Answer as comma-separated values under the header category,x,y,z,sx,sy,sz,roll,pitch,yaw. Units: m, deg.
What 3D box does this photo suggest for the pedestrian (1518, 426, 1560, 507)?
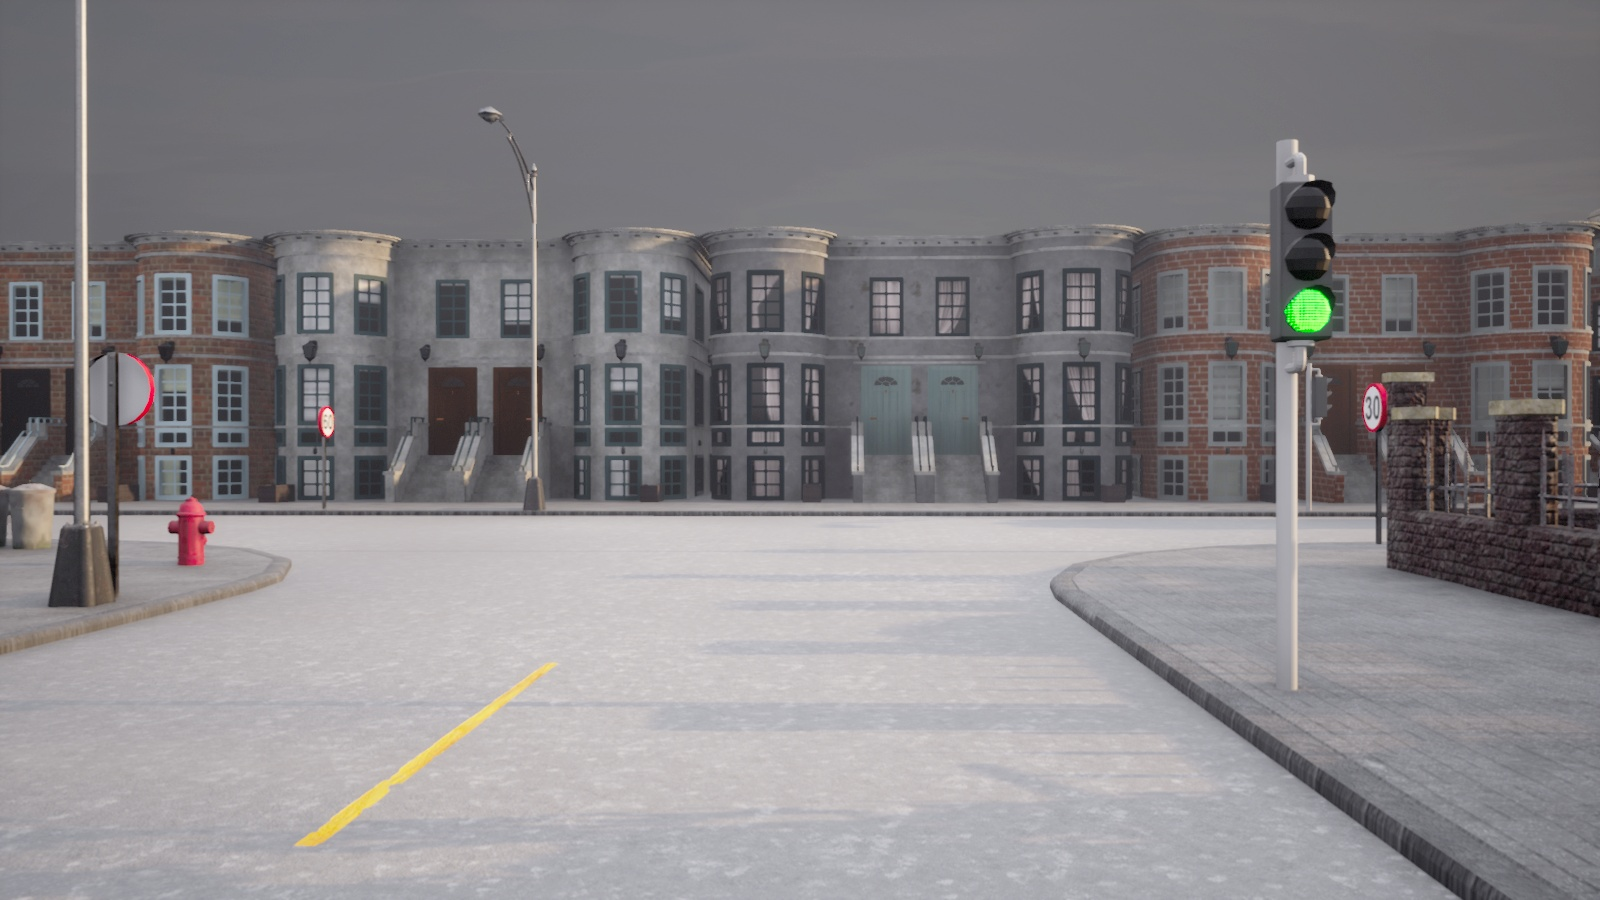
category,x,y,z,sx,sy,sz,roll,pitch,yaw
pedestrian,16.994,0.370,28.895,0.694,1.848,0.540,0,0,14
